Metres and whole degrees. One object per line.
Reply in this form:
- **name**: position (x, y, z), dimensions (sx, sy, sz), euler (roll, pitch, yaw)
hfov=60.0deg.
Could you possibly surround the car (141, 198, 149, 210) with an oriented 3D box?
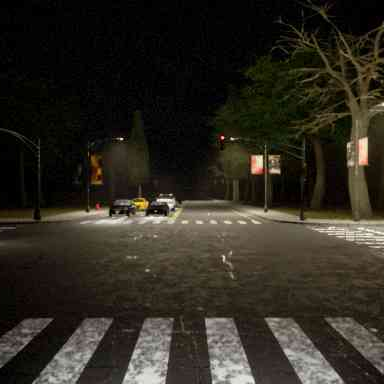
- **car**: position (-6.512, 1.517, 41.111), dimensions (1.882, 1.535, 5.008), euler (0, 0, 0)

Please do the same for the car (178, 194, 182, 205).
- **car**: position (-3.156, 1.418, 64.493), dimensions (2.150, 2.045, 5.566), euler (0, -1, 1)

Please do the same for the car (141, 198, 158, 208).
- **car**: position (-6.498, 1.656, 51.157), dimensions (1.994, 1.385, 4.181), euler (0, 0, -1)

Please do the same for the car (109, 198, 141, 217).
- **car**: position (-6.532, 1.507, 31.612), dimensions (2.128, 1.511, 4.902), euler (0, 0, 0)

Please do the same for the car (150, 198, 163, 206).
- **car**: position (-6.440, 1.768, 61.215), dimensions (1.895, 1.301, 4.718), euler (0, 0, 0)

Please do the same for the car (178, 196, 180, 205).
- **car**: position (-3.243, 1.698, 51.857), dimensions (1.895, 1.301, 4.718), euler (0, 0, 0)

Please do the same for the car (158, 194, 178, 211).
- **car**: position (-3.262, 1.262, 41.606), dimensions (2.150, 2.045, 5.566), euler (0, 0, 0)

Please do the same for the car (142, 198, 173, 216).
- **car**: position (-3.272, 1.580, 32.249), dimensions (1.994, 1.385, 4.181), euler (0, 0, 1)
